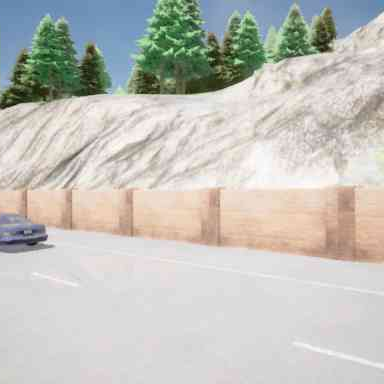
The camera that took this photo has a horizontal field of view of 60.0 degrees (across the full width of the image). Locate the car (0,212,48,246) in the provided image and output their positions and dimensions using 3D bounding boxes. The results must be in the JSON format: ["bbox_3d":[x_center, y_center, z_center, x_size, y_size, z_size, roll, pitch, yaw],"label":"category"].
[{"bbox_3d":[-8.269,1.560,14.066,5.357,1.411,2.033,0,0,35],"label":"car"}]
